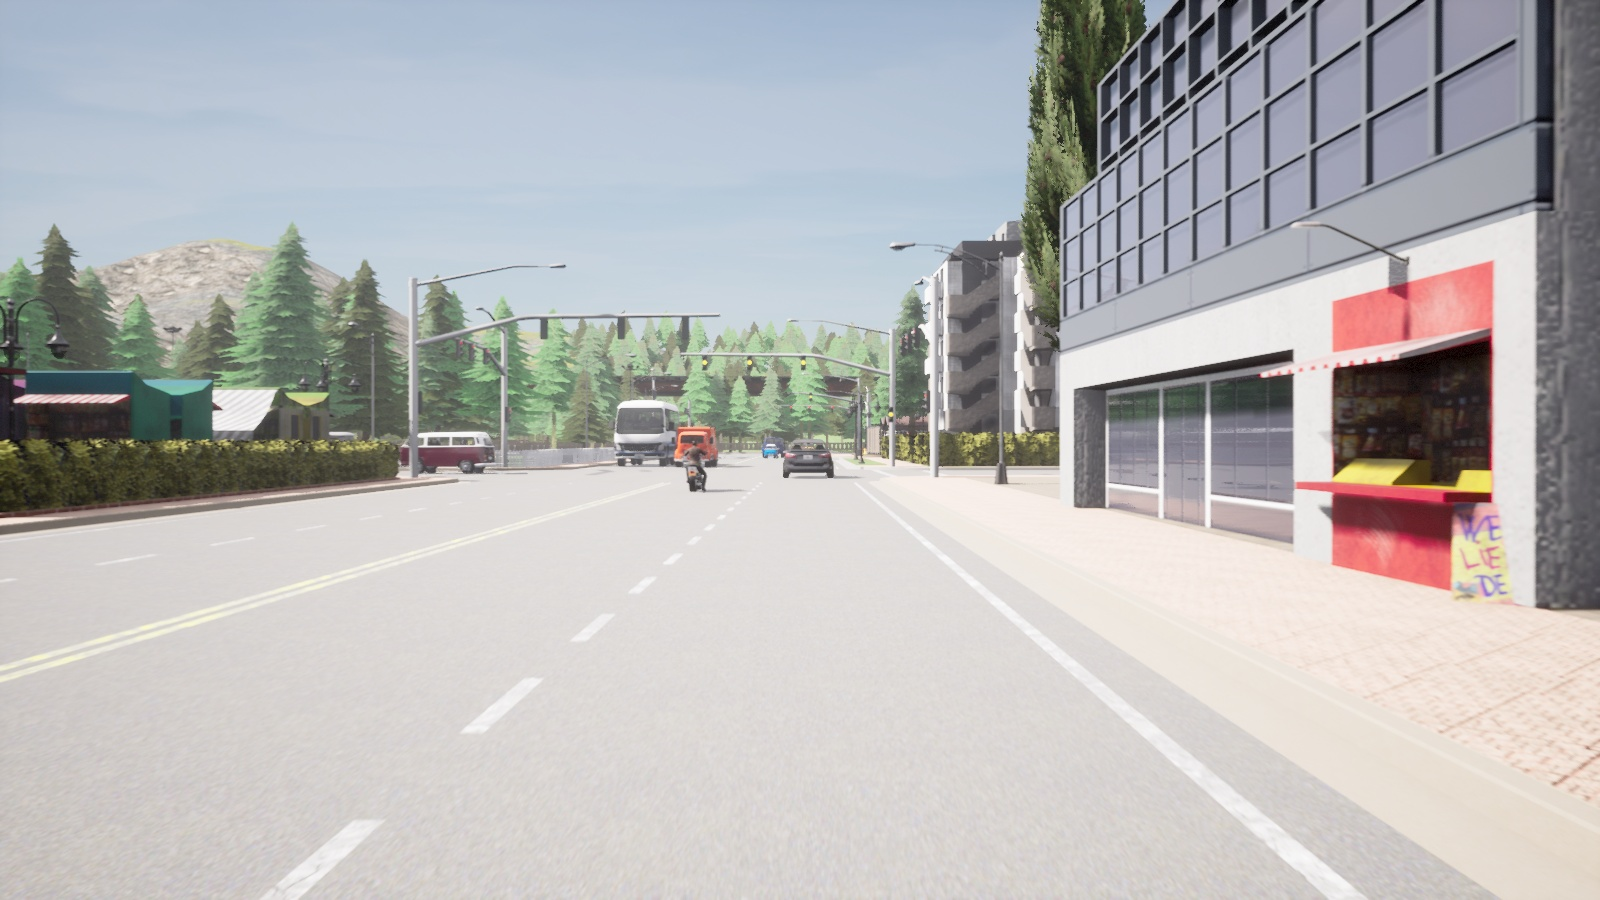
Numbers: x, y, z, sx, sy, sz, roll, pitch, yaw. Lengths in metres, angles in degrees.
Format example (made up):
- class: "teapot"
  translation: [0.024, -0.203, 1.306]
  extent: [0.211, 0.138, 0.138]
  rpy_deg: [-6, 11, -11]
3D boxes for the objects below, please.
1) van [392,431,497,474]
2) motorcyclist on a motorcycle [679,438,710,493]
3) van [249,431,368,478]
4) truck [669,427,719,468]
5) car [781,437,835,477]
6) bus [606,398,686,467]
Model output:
- class: "van"
  translation: [-17.238, 0.112, 60.969]
  extent: [4.480, 2.038, 2.069]
  rpy_deg: [0, 0, 5]
- class: "motorcyclist on a motorcycle"
  translation: [-3.245, 0.475, 38.842]
  extent: [0.766, 1.649, 2.350]
  rpy_deg: [0, 0, 0]
- class: "van"
  translation: [-21.101, 0.178, 54.001]
  extent: [4.442, 1.987, 1.775]
  rpy_deg: [0, 0, -1]
- class: "truck"
  translation: [-6.503, -0.197, 77.963]
  extent: [2.627, 2.467, 5.204]
  rpy_deg: [0, 1, 0]
- class: "car"
  translation: [0.356, 0.280, 55.131]
  extent: [2.242, 1.667, 4.611]
  rpy_deg: [0, 0, 0]
- class: "bus"
  translation: [-9.974, -1.103, 82.480]
  extent: [3.944, 4.253, 10.273]
  rpy_deg: [0, 0, 0]
